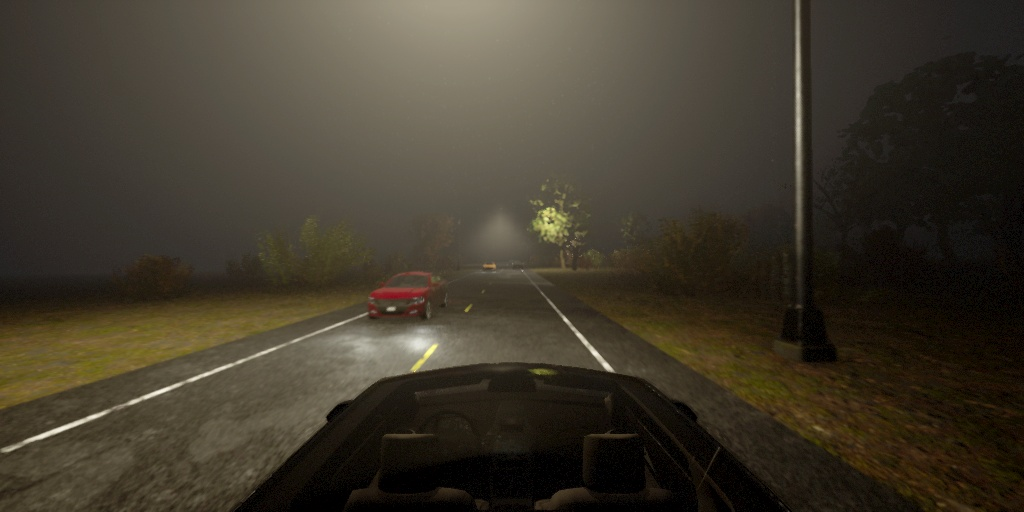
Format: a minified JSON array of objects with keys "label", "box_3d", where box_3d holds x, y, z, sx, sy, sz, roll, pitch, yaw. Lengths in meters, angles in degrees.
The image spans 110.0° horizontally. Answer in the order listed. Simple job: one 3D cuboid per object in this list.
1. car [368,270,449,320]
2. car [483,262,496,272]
[{"label":"car","box_3d":[-3.601,1.321,13.212,1.882,1.535,5.008,0,0,0]},{"label":"car","box_3d":[-3.544,1.659,56.497,1.882,1.535,5.008,0,0,1]}]
